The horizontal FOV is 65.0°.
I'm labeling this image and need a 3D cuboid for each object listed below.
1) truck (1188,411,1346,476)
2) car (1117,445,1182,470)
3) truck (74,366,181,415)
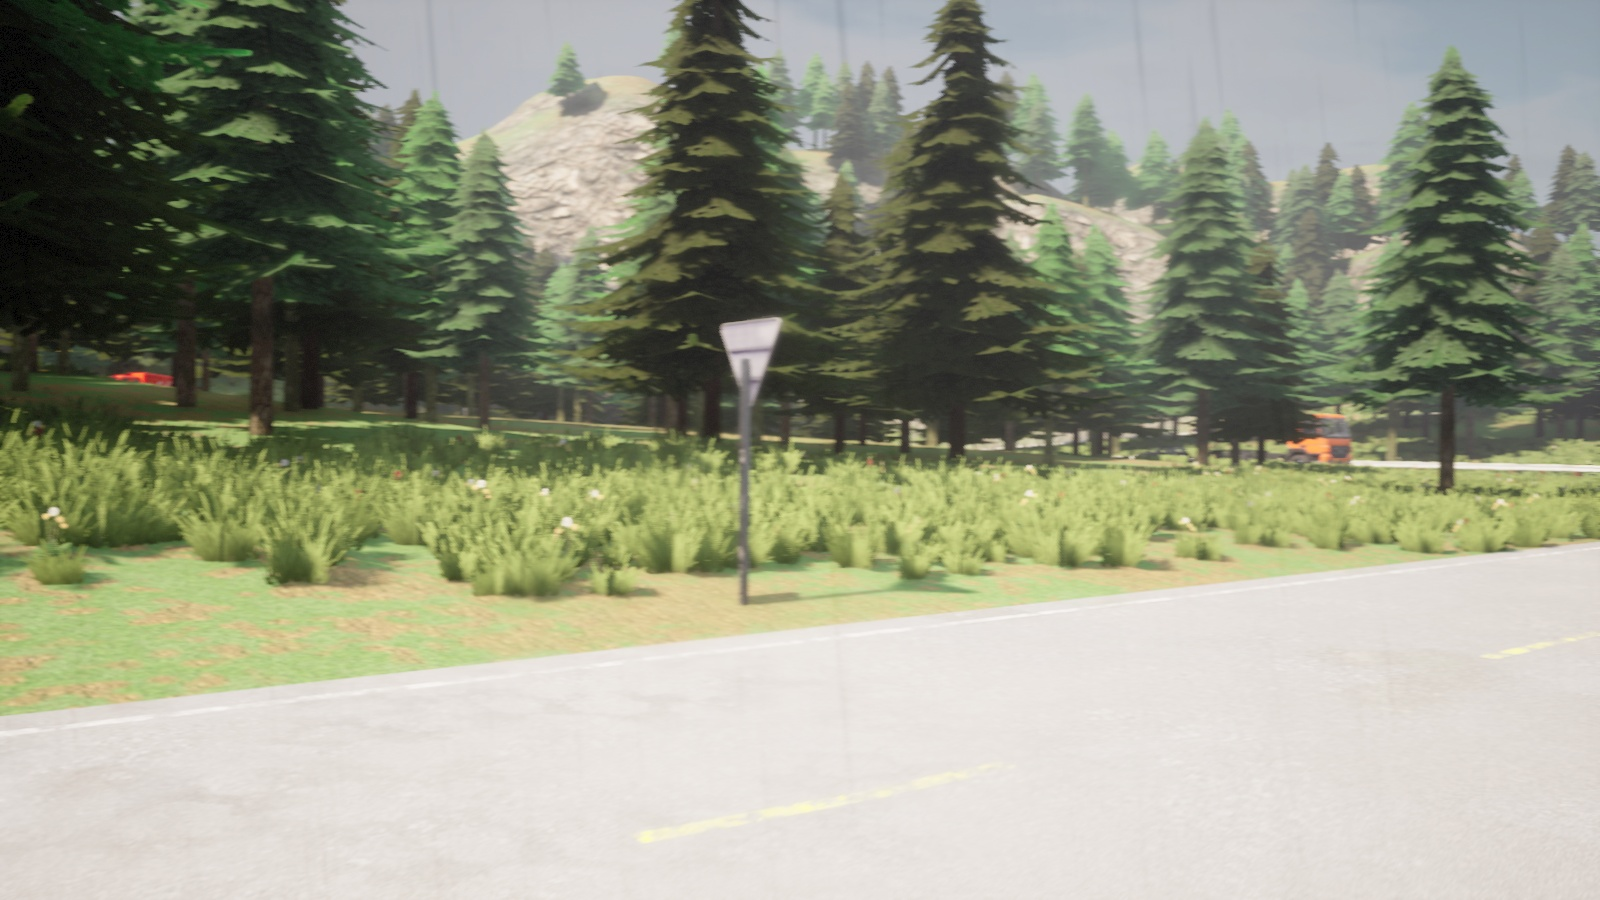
[{"bbox_3d":[26.207,-0.402,70.861,2.891,3.462,7.936,0,1,-39],"label":"truck"},{"bbox_3d":[22.548,0.460,81.052,1.845,1.501,3.633,0,1,-39],"label":"car"},{"bbox_3d":[-42.386,-3.697,79.310,2.627,2.467,5.204,0,-4,28],"label":"truck"}]
